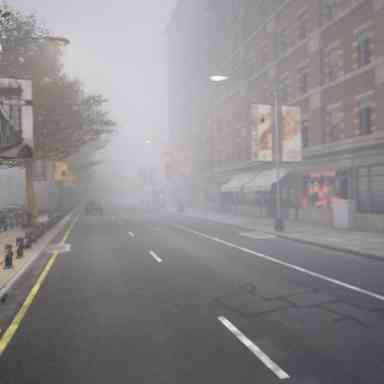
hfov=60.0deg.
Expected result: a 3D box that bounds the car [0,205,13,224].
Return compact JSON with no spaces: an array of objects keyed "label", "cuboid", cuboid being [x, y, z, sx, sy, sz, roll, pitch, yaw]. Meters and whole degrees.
[{"label":"car","cuboid":[-15.929,1.970,26.023,2.033,1.411,5.357,-1,0,-17]}]

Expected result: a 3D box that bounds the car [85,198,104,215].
[{"label":"car","cuboid":[-11.632,1.865,39.640,1.837,1.490,4.892,-1,0,-17]}]

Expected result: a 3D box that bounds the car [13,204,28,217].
[{"label":"car","cuboid":[-18.903,2.040,35.880,1.812,1.442,4.674,-1,0,-17]}]

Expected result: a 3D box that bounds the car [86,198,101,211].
[{"label":"car","cuboid":[-14.682,1.805,49.595,2.097,1.767,4.553,-1,0,-17]}]
